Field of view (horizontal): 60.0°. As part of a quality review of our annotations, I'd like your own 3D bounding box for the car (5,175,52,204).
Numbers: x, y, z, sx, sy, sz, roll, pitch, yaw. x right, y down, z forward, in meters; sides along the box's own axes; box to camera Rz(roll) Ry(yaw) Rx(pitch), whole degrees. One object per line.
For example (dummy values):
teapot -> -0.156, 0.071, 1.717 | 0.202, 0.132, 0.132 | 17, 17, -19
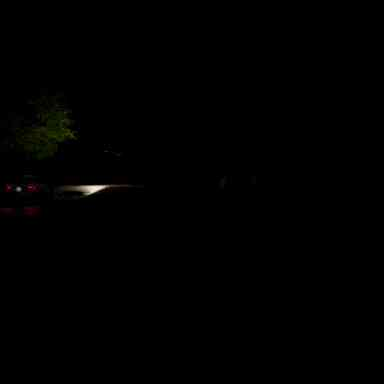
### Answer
car -> -12.503, -0.270, 25.784 | 2.150, 2.045, 5.566 | 0, 3, -10
